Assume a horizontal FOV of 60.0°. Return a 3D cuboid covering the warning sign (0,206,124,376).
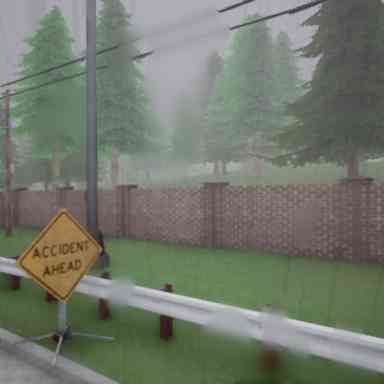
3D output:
[{"bbox_3d":[-1.793,1.153,4.595,1.060,1.860,1.300,-1,0,35],"label":"warning sign"}]
